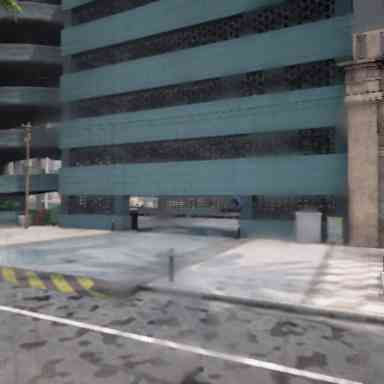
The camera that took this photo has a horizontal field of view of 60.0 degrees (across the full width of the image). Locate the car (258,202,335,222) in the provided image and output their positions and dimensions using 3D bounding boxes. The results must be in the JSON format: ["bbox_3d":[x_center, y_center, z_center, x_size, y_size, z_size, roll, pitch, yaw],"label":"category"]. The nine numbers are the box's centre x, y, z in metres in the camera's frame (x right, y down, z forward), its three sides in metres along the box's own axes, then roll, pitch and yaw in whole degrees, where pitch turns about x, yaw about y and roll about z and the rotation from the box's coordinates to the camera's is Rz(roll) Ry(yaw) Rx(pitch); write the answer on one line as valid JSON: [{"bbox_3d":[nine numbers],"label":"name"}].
[{"bbox_3d":[7.051,1.690,23.395,5.566,2.045,2.435,0,-2,25],"label":"car"}]

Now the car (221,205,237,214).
[{"bbox_3d":[6.835,2.727,52.258,4.674,1.452,2.002,0,-2,25],"label":"car"}]

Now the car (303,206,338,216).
[{"bbox_3d":[19.617,2.868,50.726,4.786,1.482,2.161,0,-2,25],"label":"car"}]
